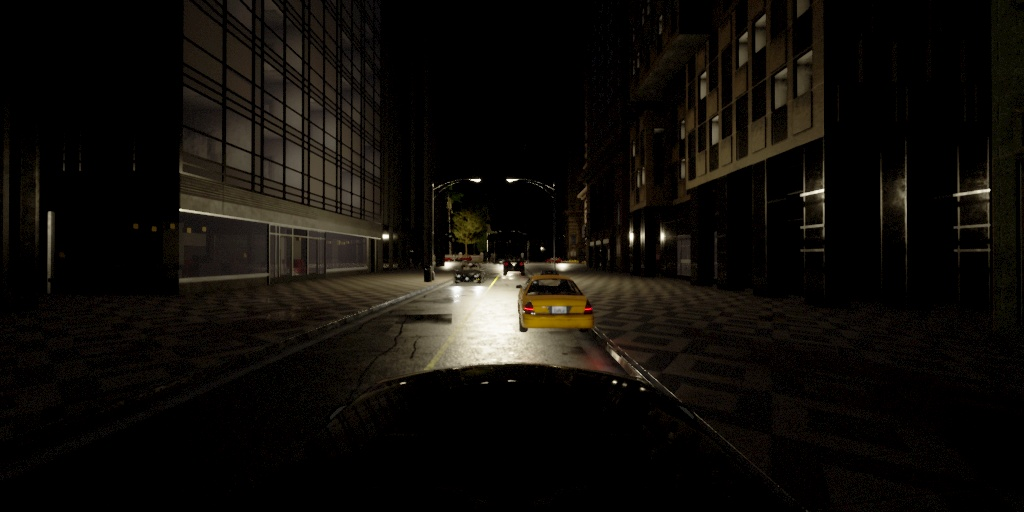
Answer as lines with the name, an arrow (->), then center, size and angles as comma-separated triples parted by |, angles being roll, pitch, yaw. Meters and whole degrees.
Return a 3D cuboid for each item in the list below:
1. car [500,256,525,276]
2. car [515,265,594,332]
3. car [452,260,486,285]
car -> 0.232, 0.975, 38.248 | 2.150, 2.045, 5.566 | 0, 0, 1
car -> 1.089, 1.206, 10.740 | 1.801, 1.575, 5.366 | 0, 0, 0
car -> -2.993, 1.257, 26.248 | 1.837, 1.490, 4.892 | 0, 0, 0
